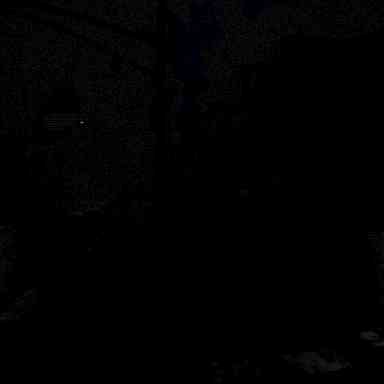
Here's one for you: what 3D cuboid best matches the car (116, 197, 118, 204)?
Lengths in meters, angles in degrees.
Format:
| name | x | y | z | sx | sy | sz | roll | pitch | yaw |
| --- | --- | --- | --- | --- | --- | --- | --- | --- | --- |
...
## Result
| name | x | y | z | sx | sy | sz | roll | pitch | yaw |
| --- | --- | --- | --- | --- | --- | --- | --- | --- | --- |
| car | -15.492 | 2.203 | 63.284 | 2.008 | 1.369 | 4.403 | -1 | 0 | -11 |

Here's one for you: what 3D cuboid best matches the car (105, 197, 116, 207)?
| name | x | y | z | sx | sy | sz | roll | pitch | yaw |
| --- | --- | --- | --- | --- | --- | --- | --- | --- | --- |
| car | -12.218 | 1.924 | 47.014 | 1.967 | 1.590 | 4.097 | -1 | 0 | -11 |

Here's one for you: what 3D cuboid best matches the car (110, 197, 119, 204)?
| name | x | y | z | sx | sy | sz | roll | pitch | yaw |
| --- | --- | --- | --- | --- | --- | --- | --- | --- | --- |
| car | -20.958 | 2.250 | 90.402 | 2.192 | 1.841 | 5.009 | -1 | 0 | -11 |

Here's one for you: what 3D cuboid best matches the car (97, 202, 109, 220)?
| name | x | y | z | sx | sy | sz | roll | pitch | yaw |
| --- | --- | --- | --- | --- | --- | --- | --- | --- | --- |
| car | -8.939 | 1.897 | 30.743 | 1.802 | 1.307 | 4.206 | -1 | 0 | -11 |

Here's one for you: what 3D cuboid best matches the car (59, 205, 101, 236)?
| name | x | y | z | sx | sy | sz | roll | pitch | yaw |
| --- | --- | --- | --- | --- | --- | --- | --- | --- | --- |
| car | -6.755 | 1.747 | 19.897 | 1.887 | 1.381 | 4.507 | -1 | 0 | -11 |

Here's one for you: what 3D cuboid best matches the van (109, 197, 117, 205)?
| name | x | y | z | sx | sy | sz | roll | pitch | yaw |
| --- | --- | --- | --- | --- | --- | --- | --- | --- | --- |
| van | -18.773 | 2.162 | 79.555 | 1.690 | 1.788 | 3.998 | -1 | 0 | -11 |

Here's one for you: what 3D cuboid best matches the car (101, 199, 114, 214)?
| name | x | y | z | sx | sy | sz | roll | pitch | yaw |
| --- | --- | --- | --- | --- | --- | --- | --- | --- | --- |
| car | -11.124 | 1.972 | 41.590 | 1.887 | 1.381 | 4.507 | -1 | 0 | -11 |
